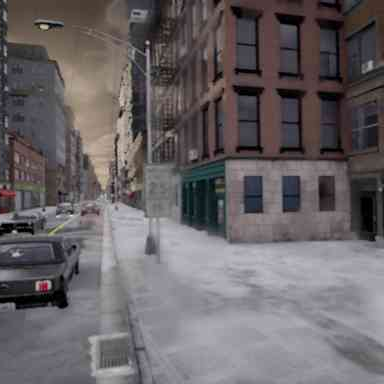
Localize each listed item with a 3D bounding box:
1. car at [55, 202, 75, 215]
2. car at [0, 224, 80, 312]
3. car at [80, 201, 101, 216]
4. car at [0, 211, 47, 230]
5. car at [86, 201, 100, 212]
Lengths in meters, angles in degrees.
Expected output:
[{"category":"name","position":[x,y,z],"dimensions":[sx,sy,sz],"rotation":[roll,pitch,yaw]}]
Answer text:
[{"category":"car","position":[-15.413,1.999,40.714],"dimensions":[1.812,1.442,4.674],"rotation":[-1,-1,-15]},{"category":"car","position":[-3.695,1.677,7.746],"dimensions":[1.895,1.301,4.718],"rotation":[-1,0,-15]},{"category":"car","position":[-11.400,1.907,37.428],"dimensions":[1.812,1.442,4.674],"rotation":[-1,0,-14]},{"category":"car","position":[-10.126,1.855,20.103],"dimensions":[1.895,1.301,4.718],"rotation":[-1,0,-15]},{"category":"car","position":[-14.040,2.030,47.367],"dimensions":[1.812,1.442,4.674],"rotation":[-1,-1,-14]}]
